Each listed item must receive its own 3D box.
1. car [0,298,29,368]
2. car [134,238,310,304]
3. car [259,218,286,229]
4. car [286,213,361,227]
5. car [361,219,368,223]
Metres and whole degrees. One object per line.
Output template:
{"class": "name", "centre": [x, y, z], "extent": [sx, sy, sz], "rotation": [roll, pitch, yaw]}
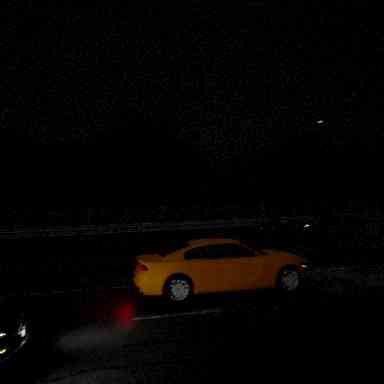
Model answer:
{"class": "car", "centre": [-5.053, 2.038, 4.781], "extent": [4.892, 1.490, 1.837], "rotation": [-2, -4, -12]}
{"class": "car", "centre": [0.866, 2.070, 9.564], "extent": [5.008, 1.535, 1.882], "rotation": [-2, -4, -12]}
{"class": "car", "centre": [8.669, 3.291, 32.631], "extent": [4.181, 1.385, 1.994], "rotation": [-2, -4, -11]}
{"class": "car", "centre": [10.166, 2.588, 25.827], "extent": [4.553, 1.767, 2.097], "rotation": [-2, -4, -11]}
{"class": "car", "centre": [13.289, 2.850, 30.013], "extent": [5.008, 1.535, 1.882], "rotation": [-2, -4, -11]}
